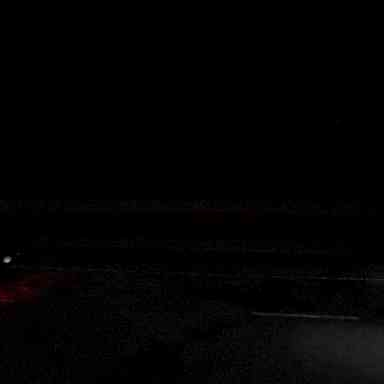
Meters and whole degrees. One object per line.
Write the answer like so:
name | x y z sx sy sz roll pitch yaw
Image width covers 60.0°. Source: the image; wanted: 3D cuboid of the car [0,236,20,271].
car | -7.575 1.754 9.990 4.674 1.442 1.812 0 -2 10
